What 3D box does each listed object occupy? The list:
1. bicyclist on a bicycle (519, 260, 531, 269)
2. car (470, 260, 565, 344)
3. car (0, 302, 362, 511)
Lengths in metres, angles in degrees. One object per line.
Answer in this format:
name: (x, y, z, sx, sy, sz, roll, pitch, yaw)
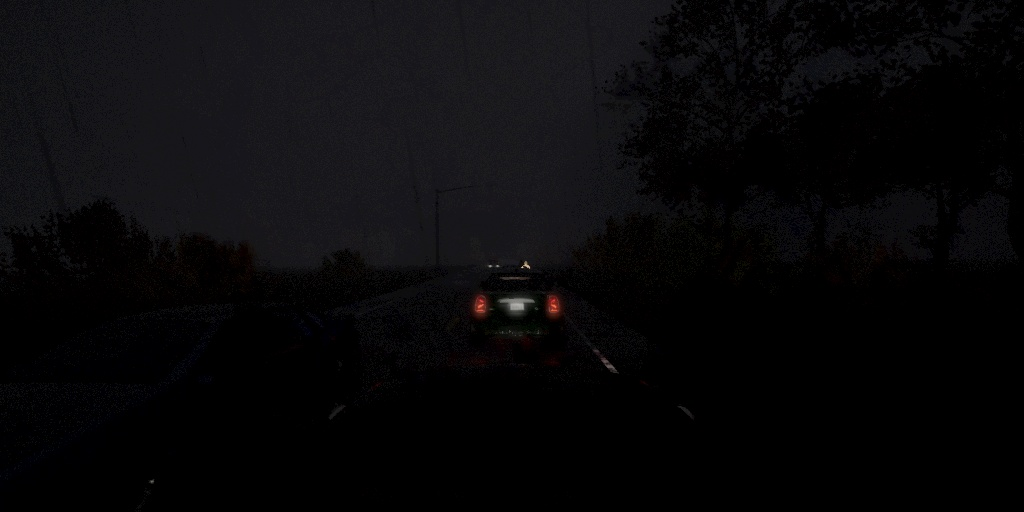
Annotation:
bicyclist on a bicycle: (0.982, 1.177, 25.574, 0.866, 1.612, 1.509, 0, 0, 1)
car: (0.115, 1.099, 9.751, 2.097, 1.767, 4.553, 0, 0, 0)
car: (-3.589, 1.296, 4.113, 2.033, 1.411, 5.357, 0, 0, 0)
